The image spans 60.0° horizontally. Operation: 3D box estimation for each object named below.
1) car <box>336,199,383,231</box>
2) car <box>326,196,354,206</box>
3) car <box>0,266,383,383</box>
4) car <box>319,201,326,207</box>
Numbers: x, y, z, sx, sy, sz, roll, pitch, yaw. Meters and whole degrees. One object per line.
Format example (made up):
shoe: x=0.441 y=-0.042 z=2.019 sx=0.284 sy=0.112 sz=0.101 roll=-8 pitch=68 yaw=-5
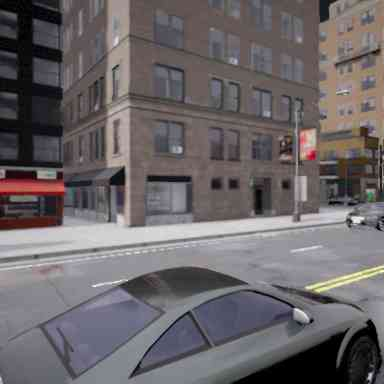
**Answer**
car: x=10.926 y=1.341 z=19.411 sx=4.902 sy=1.511 sz=2.128 roll=0 pitch=0 yaw=-35
car: x=20.112 y=1.255 z=45.084 sx=1.947 sy=1.339 sz=4.313 roll=0 pitch=0 yaw=-35
car: x=0.222 y=1.548 z=3.599 sx=4.181 sy=1.385 sz=1.994 roll=-1 pitch=0 yaw=-35
car: x=13.554 y=1.160 z=40.457 sx=1.967 sy=1.590 sz=4.097 roll=0 pitch=0 yaw=-35
